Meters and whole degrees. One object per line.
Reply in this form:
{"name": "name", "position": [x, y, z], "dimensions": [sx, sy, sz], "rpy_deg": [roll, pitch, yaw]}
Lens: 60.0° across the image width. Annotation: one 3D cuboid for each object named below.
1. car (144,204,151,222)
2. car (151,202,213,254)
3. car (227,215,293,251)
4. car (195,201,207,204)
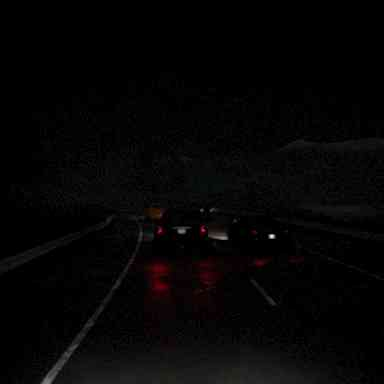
{"name": "car", "position": [-3.151, 1.760, 29.692], "dimensions": [1.882, 1.535, 5.008], "rpy_deg": [0, 0, -13]}
{"name": "car", "position": [-0.586, 1.486, 14.298], "dimensions": [2.097, 1.767, 4.553], "rpy_deg": [0, -1, -6]}
{"name": "car", "position": [2.875, 1.704, 14.825], "dimensions": [1.994, 1.385, 4.181], "rpy_deg": [0, 0, -6]}
{"name": "car", "position": [0.358, 1.635, 30.087], "dimensions": [2.097, 1.767, 4.553], "rpy_deg": [0, -1, -13]}
